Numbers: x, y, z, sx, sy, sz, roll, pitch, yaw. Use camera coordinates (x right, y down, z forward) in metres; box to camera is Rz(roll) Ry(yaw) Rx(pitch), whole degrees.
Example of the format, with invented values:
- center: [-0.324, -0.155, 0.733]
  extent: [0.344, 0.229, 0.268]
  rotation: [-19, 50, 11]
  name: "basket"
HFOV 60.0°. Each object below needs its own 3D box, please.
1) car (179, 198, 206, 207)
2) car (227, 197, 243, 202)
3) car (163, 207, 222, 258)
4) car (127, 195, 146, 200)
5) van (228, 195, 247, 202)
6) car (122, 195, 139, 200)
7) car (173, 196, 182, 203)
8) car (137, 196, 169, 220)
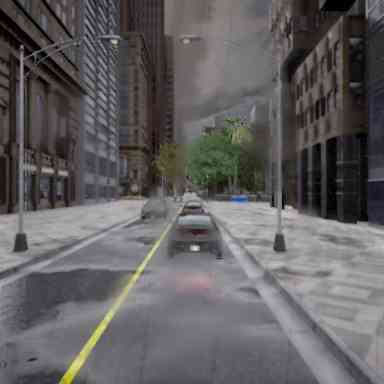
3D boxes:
- center: [0.100, 1.541, 28.750]
  extent: [1.837, 1.490, 4.892]
  rotation: [0, 0, 0]
  name: "car"
- center: [11.922, 2.041, 92.133]
  extent: [4.206, 1.307, 1.802]
  rotation: [1, -1, 0]
  name: "car"
- center: [0.095, 1.518, 12.754]
  extent: [1.837, 1.490, 4.892]
  rotation: [0, 0, 0]
  name: "car"
- center: [-15.333, 1.535, 92.246]
  extent: [4.829, 1.417, 1.752]
  rotation: [1, -1, 0]
  name: "car"
- center: [11.903, 1.730, 83.615]
  extent: [3.998, 1.788, 1.690]
  rotation: [1, -1, 0]
  name: "van"
- center: [-15.018, 1.470, 83.721]
  extent: [4.829, 1.417, 1.752]
  rotation: [1, -1, 0]
  name: "car"
- center: [-2.984, 1.653, 72.134]
  extent: [2.128, 1.511, 4.902]
  rotation: [0, 0, 0]
  name: "car"
- center: [-3.093, 1.387, 28.518]
  extent: [2.097, 1.767, 4.553]
  rotation: [0, 0, 0]
  name: "car"
